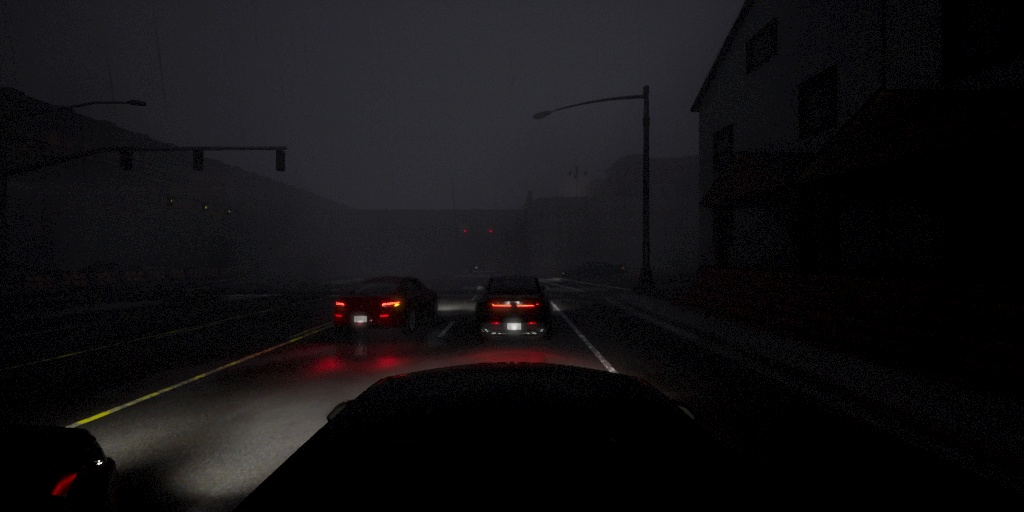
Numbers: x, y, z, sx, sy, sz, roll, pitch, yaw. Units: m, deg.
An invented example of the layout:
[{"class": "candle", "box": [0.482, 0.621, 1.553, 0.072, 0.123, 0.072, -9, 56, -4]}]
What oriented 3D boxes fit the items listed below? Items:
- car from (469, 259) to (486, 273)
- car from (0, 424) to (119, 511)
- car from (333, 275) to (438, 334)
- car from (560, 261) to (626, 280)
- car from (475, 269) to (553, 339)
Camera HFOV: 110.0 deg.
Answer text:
[{"class": "car", "box": [-4.215, 1.314, 44.017, 1.994, 1.385, 4.181, 0, 0, -2]}, {"class": "car", "box": [-3.401, 1.255, 0.201, 1.837, 1.490, 4.892, 0, 0, 0]}, {"class": "car", "box": [-3.453, 1.276, 10.483, 1.812, 1.442, 4.674, 0, 0, 0]}, {"class": "car", "box": [6.790, 1.182, 30.440, 5.357, 1.411, 2.033, -4, 0, 1]}, {"class": "car", "box": [0.043, 1.255, 10.068, 1.837, 1.490, 4.892, 0, 0, 0]}]
